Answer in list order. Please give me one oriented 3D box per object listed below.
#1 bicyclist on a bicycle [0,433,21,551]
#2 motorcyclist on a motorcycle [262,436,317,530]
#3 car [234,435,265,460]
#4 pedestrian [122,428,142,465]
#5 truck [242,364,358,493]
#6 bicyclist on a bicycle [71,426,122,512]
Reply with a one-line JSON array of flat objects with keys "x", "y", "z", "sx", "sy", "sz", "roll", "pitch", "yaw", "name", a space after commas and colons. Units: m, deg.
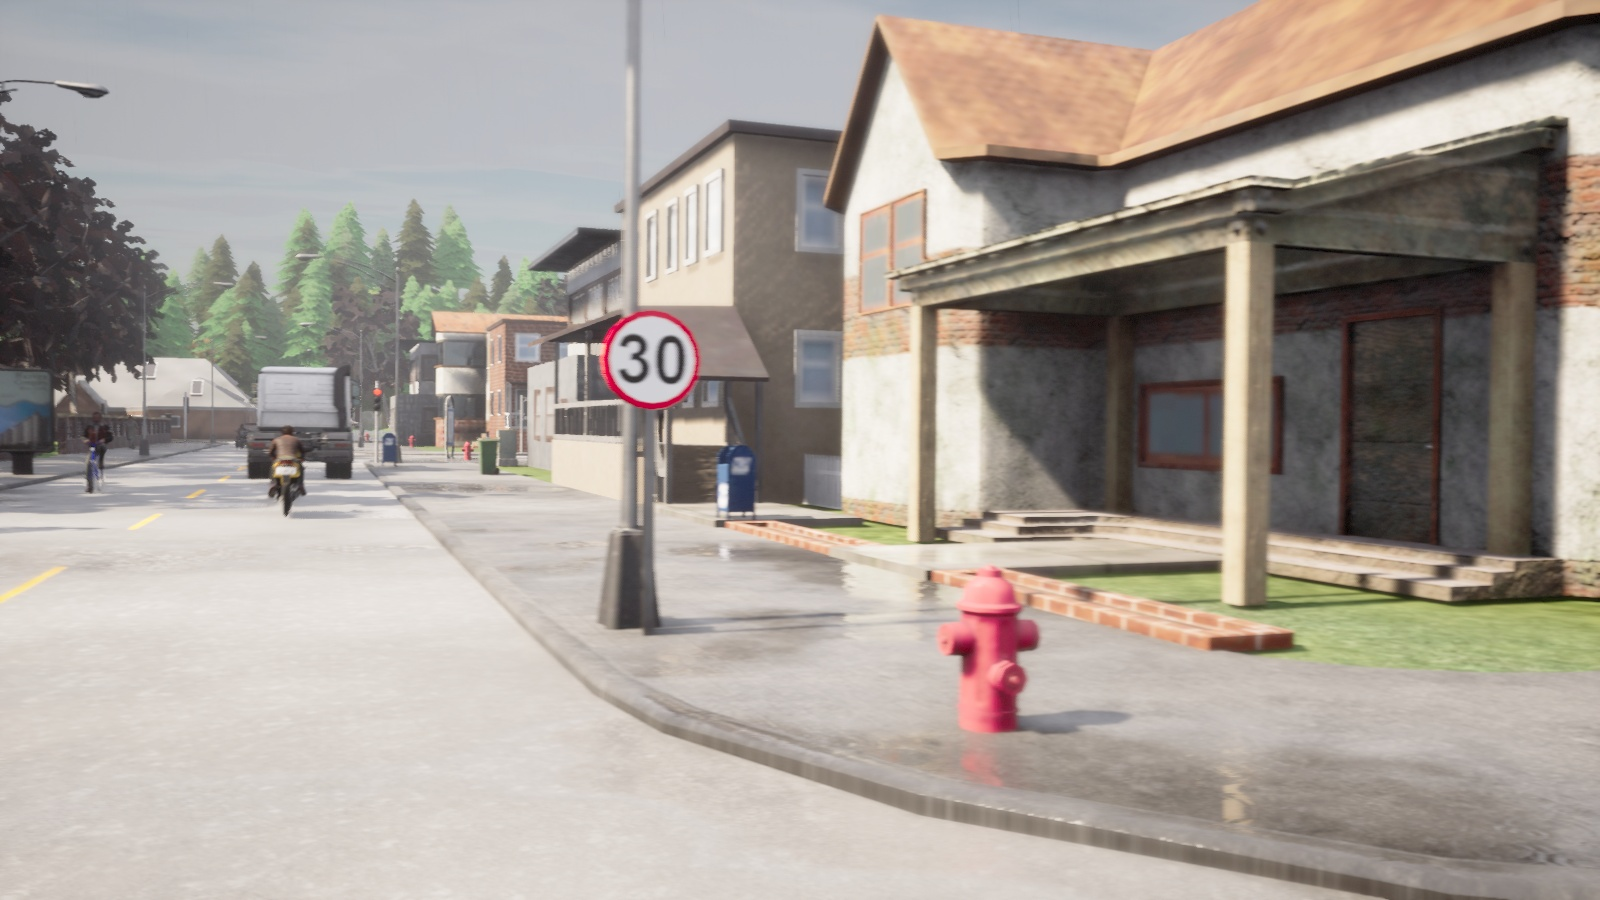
[{"x": -11.562, "y": 0.574, "z": 17.555, "sx": 0.866, "sy": 1.612, "sz": 1.509, "roll": -1, "pitch": 1, "yaw": -22, "name": "bicyclist on a bicycle"}, {"x": -8.709, "y": 0.525, "z": 21.463, "sx": 0.797, "sy": 1.523, "sz": 2.044, "roll": -1, "pitch": 1, "yaw": -21, "name": "motorcyclist on a motorcycle"}, {"x": -36.617, "y": -0.194, "z": 83.578, "sx": 1.789, "sy": 1.549, "sz": 3.705, "roll": -1, "pitch": 2, "yaw": -22, "name": "car"}, {"x": -36.095, "y": -0.206, "z": 67.850, "sx": 0.659, "sy": 1.952, "sz": 0.873, "roll": -1, "pitch": 1, "yaw": -11, "name": "pedestrian"}, {"x": -15.016, "y": -0.640, "z": 38.021, "sx": 2.891, "sy": 3.462, "sz": 7.936, "roll": -1, "pitch": 1, "yaw": -20, "name": "truck"}, {"x": -15.091, "y": 0.393, "z": 26.975, "sx": 0.659, "sy": 1.776, "sz": 1.843, "roll": -1, "pitch": 1, "yaw": -21, "name": "bicyclist on a bicycle"}]
